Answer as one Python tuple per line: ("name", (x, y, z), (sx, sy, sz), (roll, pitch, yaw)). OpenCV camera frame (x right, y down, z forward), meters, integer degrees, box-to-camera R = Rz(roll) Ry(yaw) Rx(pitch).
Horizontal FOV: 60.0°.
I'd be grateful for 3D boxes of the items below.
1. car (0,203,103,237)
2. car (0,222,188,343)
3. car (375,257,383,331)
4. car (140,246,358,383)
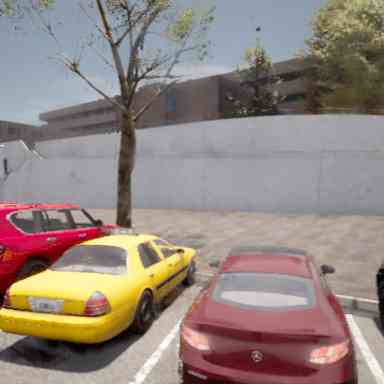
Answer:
("car", (-3.765, 1.293, 8.466), (2.435, 2.045, 5.566), (0, -1, 15))
("car", (-1.267, 1.522, 6.887), (1.946, 1.575, 5.366), (0, -1, 15))
("car", (3.602, 1.227, 3.273), (2.435, 2.045, 5.566), (0, -1, 15))
("car", (1.138, 1.540, 4.973), (2.002, 1.452, 4.674), (0, -1, 15))
